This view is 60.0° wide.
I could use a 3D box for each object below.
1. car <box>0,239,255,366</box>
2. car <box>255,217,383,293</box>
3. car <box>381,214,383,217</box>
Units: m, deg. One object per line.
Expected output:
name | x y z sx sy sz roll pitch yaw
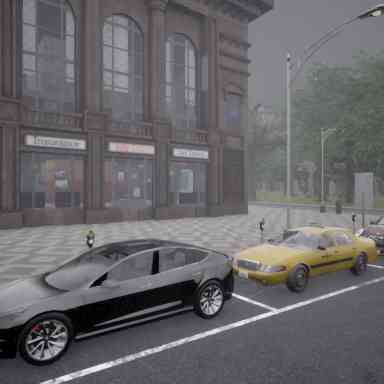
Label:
car | -1.170 1.566 5.818 4.313 1.339 1.947 0 0 -36
car | 3.115 1.526 8.882 4.829 1.417 1.752 0 0 -36
car | 7.676 1.441 12.144 4.097 1.590 1.967 0 0 -36
